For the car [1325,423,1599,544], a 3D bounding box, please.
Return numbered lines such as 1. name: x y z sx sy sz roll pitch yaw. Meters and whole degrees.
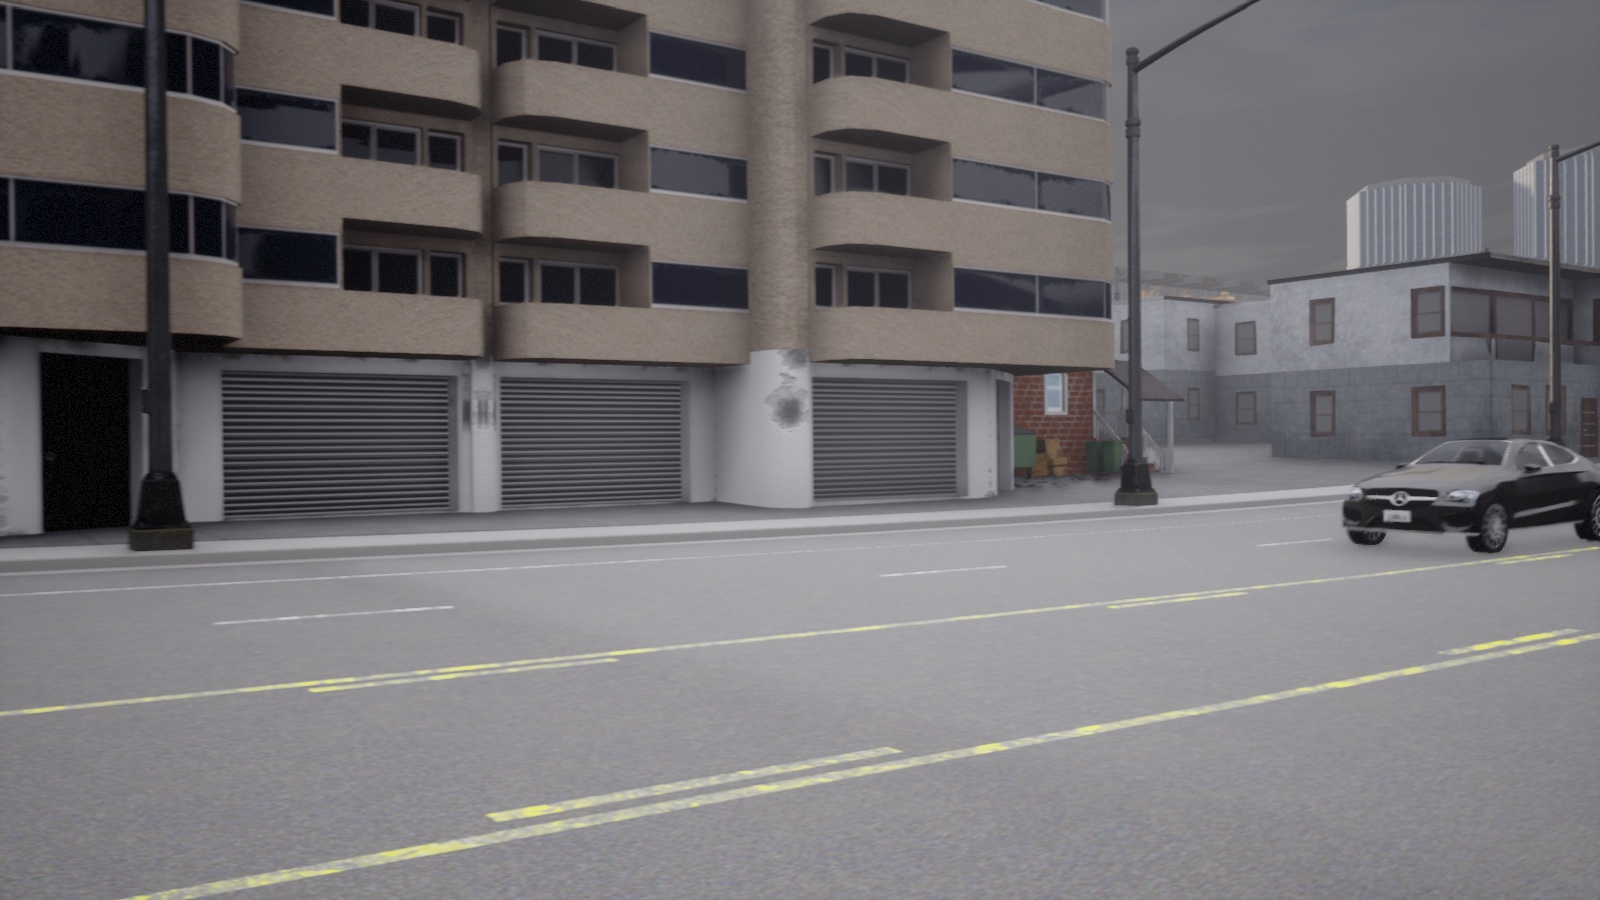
1. car: 10.647 0.431 19.599 5.027 1.651 2.152 -1 0 -35
